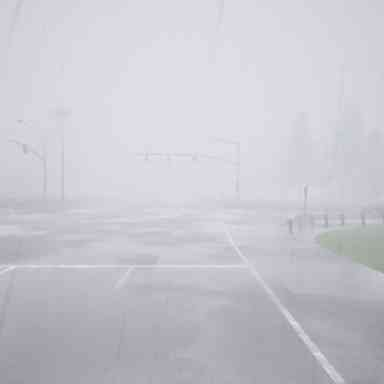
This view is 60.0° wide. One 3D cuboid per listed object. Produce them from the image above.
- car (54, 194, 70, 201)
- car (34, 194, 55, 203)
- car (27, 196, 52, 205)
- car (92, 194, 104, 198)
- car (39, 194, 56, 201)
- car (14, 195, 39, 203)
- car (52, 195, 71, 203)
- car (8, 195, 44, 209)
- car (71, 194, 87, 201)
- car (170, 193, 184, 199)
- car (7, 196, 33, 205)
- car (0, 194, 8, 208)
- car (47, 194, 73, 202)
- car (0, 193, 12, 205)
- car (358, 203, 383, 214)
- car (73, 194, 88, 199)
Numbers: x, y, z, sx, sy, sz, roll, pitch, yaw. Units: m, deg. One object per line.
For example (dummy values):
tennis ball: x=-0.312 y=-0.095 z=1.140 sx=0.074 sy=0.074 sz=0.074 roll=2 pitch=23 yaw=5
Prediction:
car: x=-28.163 y=1.257 z=72.412 sx=1.994 sy=1.385 sz=4.181 roll=0 pitch=0 yaw=-3
car: x=-28.085 y=1.248 z=63.513 sx=1.837 sy=1.490 sz=4.892 roll=0 pitch=0 yaw=0
car: x=-24.650 y=1.386 z=53.984 sx=1.895 sy=1.301 sz=4.718 roll=0 pitch=0 yaw=0
car: x=-21.389 y=1.168 z=75.505 sx=1.882 sy=1.535 sz=5.008 roll=0 pitch=0 yaw=-3
car: x=-31.737 y=1.178 z=73.254 sx=1.882 sy=1.535 sz=5.008 roll=0 pitch=0 yaw=-3
car: x=-31.584 y=1.282 z=63.699 sx=2.033 sy=1.411 sz=5.357 roll=0 pitch=0 yaw=0
car: x=-24.608 y=1.310 z=62.791 sx=1.994 sy=1.385 sz=4.181 roll=0 pitch=0 yaw=0
car: x=-21.154 y=1.361 z=42.721 sx=1.812 sy=1.442 sz=4.674 roll=0 pitch=0 yaw=0
car: x=-24.685 y=1.242 z=72.793 sx=2.033 sy=1.411 sz=5.357 roll=0 pitch=0 yaw=-3
car: x=-3.890 y=0.959 z=95.132 sx=2.097 sy=1.767 sz=4.553 roll=0 pitch=0 yaw=-18
car: x=-28.127 y=1.346 z=54.603 sx=1.994 sy=1.385 sz=4.181 roll=0 pitch=0 yaw=2
car: x=-24.659 y=1.376 z=44.043 sx=2.033 sy=1.411 sz=5.357 roll=0 pitch=0 yaw=0
car: x=-21.156 y=1.295 z=52.879 sx=1.837 sy=1.490 sz=4.892 roll=0 pitch=0 yaw=0
car: x=-31.635 y=1.136 z=54.329 sx=2.097 sy=1.767 sz=4.553 roll=0 pitch=0 yaw=0
car: x=17.374 y=1.386 z=29.274 sx=4.902 sy=1.511 sz=2.128 roll=0 pitch=0 yaw=8
car: x=-21.124 y=1.100 z=62.585 sx=2.097 sy=1.767 sz=4.553 roll=0 pitch=0 yaw=0
